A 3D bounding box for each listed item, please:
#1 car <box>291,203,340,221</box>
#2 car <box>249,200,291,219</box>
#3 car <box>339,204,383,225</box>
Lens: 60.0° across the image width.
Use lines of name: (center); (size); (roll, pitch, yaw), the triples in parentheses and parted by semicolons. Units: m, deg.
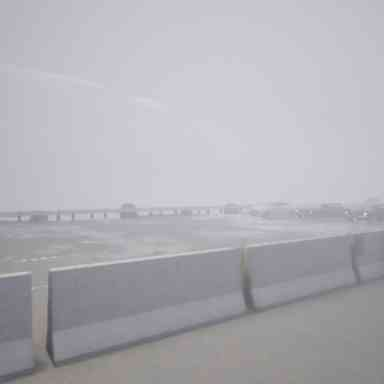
car: (10.484, 1.540, 26.390); (4.718, 1.301, 1.895); (0, 0, -27)
car: (7.051, 1.458, 28.511); (4.674, 1.442, 1.812); (0, 0, -28)
car: (13.162, 1.547, 23.825); (4.718, 1.301, 1.895); (0, 0, -27)
